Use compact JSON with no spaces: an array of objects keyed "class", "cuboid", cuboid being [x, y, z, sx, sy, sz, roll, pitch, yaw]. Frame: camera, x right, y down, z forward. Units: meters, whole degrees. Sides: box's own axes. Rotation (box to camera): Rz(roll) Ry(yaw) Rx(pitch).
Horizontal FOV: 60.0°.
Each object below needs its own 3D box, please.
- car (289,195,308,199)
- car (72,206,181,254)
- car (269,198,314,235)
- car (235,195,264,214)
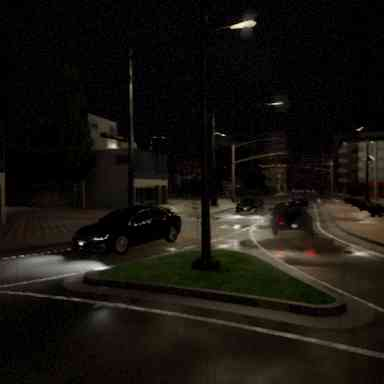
[{"class":"car","cuboid":[11.503,0.974,35.940,1.994,1.385,4.181,0,1,20]},{"class":"car","cuboid":[-2.318,1.347,12.960,1.837,1.490,4.892,0,2,33]},{"class":"car","cuboid":[4.931,1.252,16.776,1.812,1.442,4.674,-1,1,12]},{"class":"car","cuboid":[5.036,1.074,28.798,1.837,1.490,4.892,0,0,20]}]
